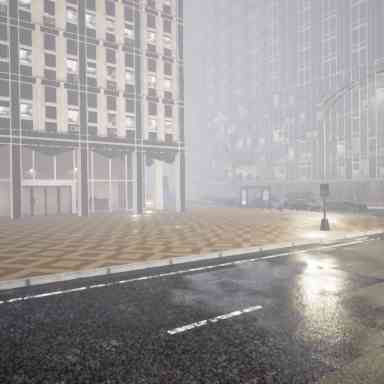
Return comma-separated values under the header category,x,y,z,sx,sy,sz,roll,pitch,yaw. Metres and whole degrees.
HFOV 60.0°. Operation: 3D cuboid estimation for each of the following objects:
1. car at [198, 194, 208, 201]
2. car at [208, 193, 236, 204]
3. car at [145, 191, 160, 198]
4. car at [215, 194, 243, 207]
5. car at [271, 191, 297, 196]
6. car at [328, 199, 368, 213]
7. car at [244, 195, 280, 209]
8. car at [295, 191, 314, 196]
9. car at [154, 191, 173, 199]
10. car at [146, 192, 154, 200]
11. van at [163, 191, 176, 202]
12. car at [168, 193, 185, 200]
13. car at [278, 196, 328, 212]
category,x,y,z,sx,sy,sz,roll,pitch,yaw
car,2.942,1.043,64.398,1.802,1.307,4.206,0,1,-34
car,4.992,1.266,51.191,1.895,1.301,4.718,-1,1,-34
car,-9.932,0.685,83.134,1.967,1.590,4.097,0,1,-34
car,5.645,1.319,45.572,1.947,1.339,4.313,0,1,-34
car,10.633,1.108,42.965,2.097,1.767,4.553,-1,1,-35
car,16.111,1.408,34.991,1.994,1.385,4.181,-1,1,-35
car,8.816,1.387,40.855,1.802,1.307,4.206,0,1,-34
car,13.641,0.932,44.228,2.150,2.045,5.566,-1,1,-34
car,-6.714,0.614,78.448,2.192,1.841,5.009,0,1,-34
car,-10.402,1.039,69.022,2.008,1.369,4.403,0,1,-34
van,-3.965,0.937,59.651,1.690,1.788,3.998,0,1,-34
car,-3.495,0.935,73.767,1.802,1.307,4.206,0,1,-34
car,12.020,1.423,36.158,1.947,1.339,4.313,0,1,-34
